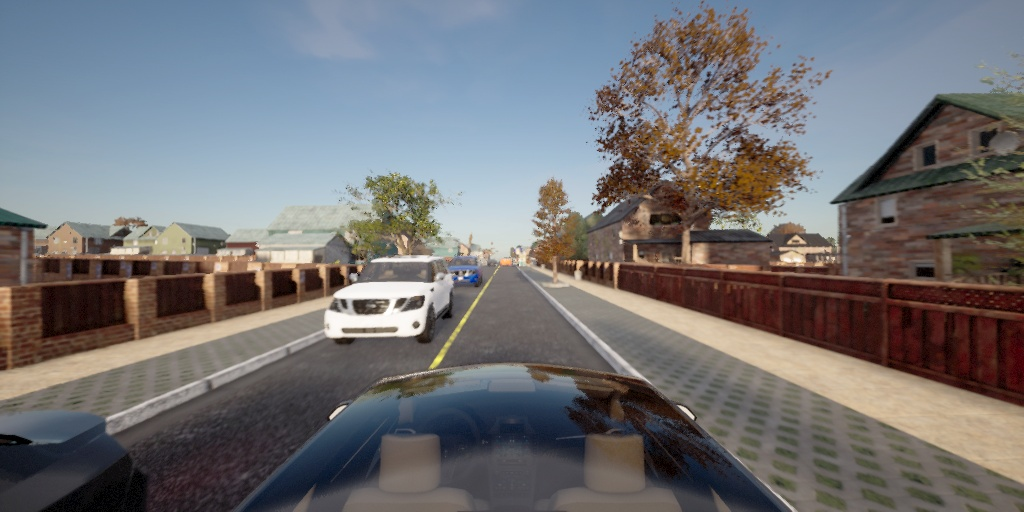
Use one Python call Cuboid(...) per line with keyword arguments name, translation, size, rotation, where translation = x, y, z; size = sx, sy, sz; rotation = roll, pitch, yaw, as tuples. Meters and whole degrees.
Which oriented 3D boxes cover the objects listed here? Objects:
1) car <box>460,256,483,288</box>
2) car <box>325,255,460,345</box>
Cuboid(name="car", translation=(-3.212, 1.017, 24.717), size=(2.150, 2.045, 5.566), rotation=(-1, 0, -1))
Cuboid(name="car", translation=(-2.968, 1.003, 10.046), size=(2.150, 2.045, 5.566), rotation=(-1, 0, -1))
